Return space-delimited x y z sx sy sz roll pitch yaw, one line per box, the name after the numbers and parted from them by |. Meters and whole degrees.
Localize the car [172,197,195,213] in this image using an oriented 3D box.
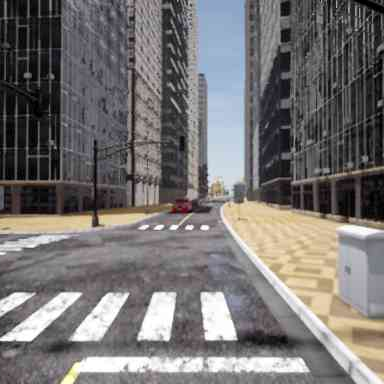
-1.285 1.721 43.263 2.150 2.045 5.566 0 1 5 | car

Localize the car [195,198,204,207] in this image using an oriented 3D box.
0.602 2.090 61.771 1.837 1.490 4.892 0 2 7 | car

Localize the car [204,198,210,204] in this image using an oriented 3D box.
3.297 2.128 81.861 2.128 1.511 4.902 0 0 8 | car
